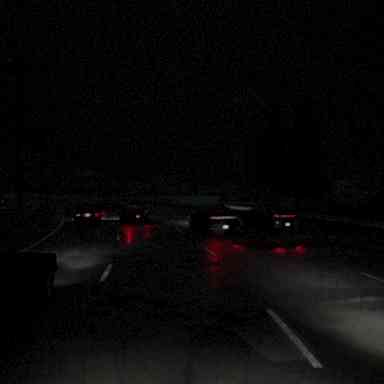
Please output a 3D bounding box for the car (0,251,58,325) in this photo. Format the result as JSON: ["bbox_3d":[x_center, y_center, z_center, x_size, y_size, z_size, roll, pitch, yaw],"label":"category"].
[{"bbox_3d":[-3.837,1.605,5.484,1.895,1.301,4.718,0,0,-4],"label":"car"}]

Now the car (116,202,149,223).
[{"bbox_3d":[-4.492,1.515,25.391,1.812,1.442,4.674,0,0,-18],"label":"car"}]

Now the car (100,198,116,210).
[{"bbox_3d":[-10.731,1.469,41.774,1.882,1.535,5.008,0,0,-22],"label":"car"}]

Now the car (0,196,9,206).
[{"bbox_3d":[-30.562,1.380,52.928,2.097,1.767,4.553,0,0,-22],"label":"car"}]

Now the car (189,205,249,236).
[{"bbox_3d":[1.120,1.474,18.543,2.128,1.511,4.902,0,0,-12],"label":"car"}]

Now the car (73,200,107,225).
[{"bbox_3d":[-7.546,1.546,23.960,2.033,1.411,5.357,0,0,-18],"label":"car"}]

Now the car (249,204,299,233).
[{"bbox_3d":[4.435,1.466,19.599,2.128,1.511,4.902,0,0,-12],"label":"car"}]
